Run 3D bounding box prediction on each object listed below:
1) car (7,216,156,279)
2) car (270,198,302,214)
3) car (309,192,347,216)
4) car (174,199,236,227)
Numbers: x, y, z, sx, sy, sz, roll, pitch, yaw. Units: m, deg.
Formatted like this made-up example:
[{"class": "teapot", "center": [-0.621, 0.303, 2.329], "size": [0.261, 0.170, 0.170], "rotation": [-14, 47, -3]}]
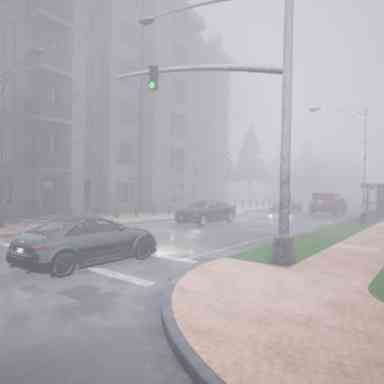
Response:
[{"class": "car", "center": [-2.961, 1.383, 9.660], "size": [1.994, 1.385, 4.181], "rotation": [2, 1, 37]}, {"class": "car", "center": [9.093, 1.261, 31.825], "size": [1.812, 1.442, 4.674], "rotation": [2, 2, 36]}, {"class": "car", "center": [12.465, 1.072, 30.354], "size": [2.150, 2.045, 5.566], "rotation": [2, 1, 37]}, {"class": "car", "center": [0.901, 1.206, 20.864], "size": [1.882, 1.535, 5.008], "rotation": [2, 1, 37]}]
